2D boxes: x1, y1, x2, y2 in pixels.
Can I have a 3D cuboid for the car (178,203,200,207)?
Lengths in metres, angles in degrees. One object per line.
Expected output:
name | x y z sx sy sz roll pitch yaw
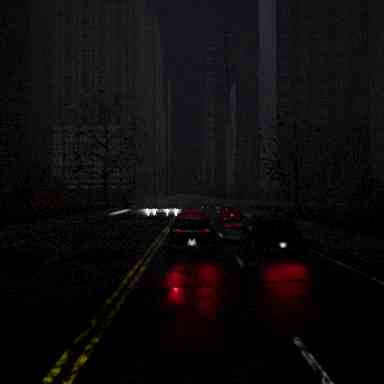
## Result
car | 0.005 1.746 29.462 1.882 1.535 5.008 0 0 0

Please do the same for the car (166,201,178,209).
car | -3.251 2.085 55.652 1.895 1.301 4.718 0 -1 0

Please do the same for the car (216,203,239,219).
car | 3.255 1.746 29.471 1.882 1.535 5.008 0 0 0

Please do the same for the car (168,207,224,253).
car | 0.003 1.626 14.279 2.128 1.511 4.902 0 0 0

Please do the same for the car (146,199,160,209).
car | -6.503 1.976 55.451 2.128 1.511 4.902 0 -1 0

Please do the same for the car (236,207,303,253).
car | 3.253 1.642 14.293 1.837 1.490 4.892 0 0 0
